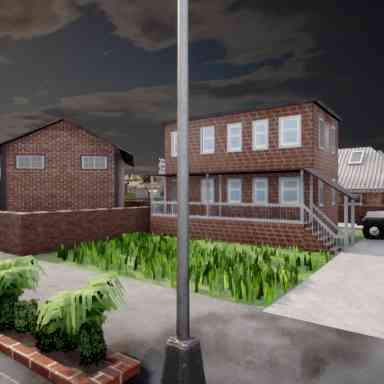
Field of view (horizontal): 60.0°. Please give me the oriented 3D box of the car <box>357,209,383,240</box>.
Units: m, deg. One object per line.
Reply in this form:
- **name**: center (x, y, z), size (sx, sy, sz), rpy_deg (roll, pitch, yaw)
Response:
- **car**: center (8.493, 0.973, 12.590), size (3.866, 1.878, 1.905), rpy_deg (0, 0, 36)
